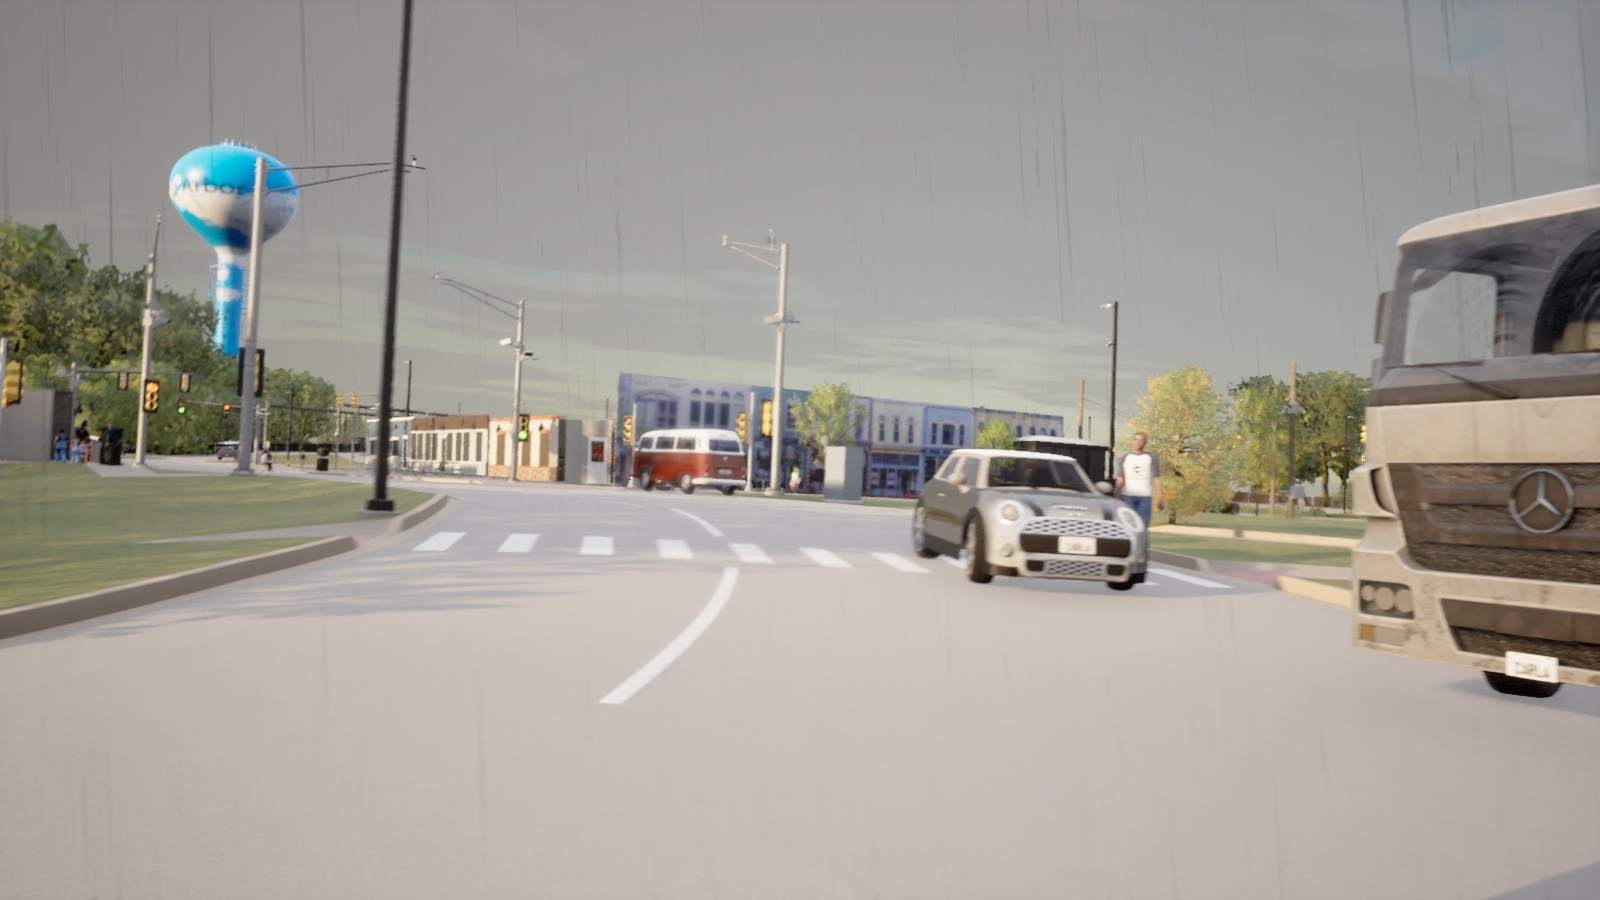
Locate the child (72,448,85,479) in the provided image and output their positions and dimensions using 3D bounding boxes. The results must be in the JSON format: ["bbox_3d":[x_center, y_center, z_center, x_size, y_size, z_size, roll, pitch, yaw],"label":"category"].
[{"bbox_3d":[-29.825,0.549,51.893,0.270,1.263,0.437,1,-2,-4],"label":"child"}]

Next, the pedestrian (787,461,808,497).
[{"bbox_3d":[-0.136,1.607,68.892,0.873,1.952,0.659,3,-3,-33],"label":"pedestrian"}]

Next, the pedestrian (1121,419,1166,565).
[{"bbox_3d":[4.454,0.543,16.259,0.354,1.836,0.706,0,-3,33],"label":"pedestrian"}]

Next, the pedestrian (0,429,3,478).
[{"bbox_3d":[-31.168,0.122,48.177,0.899,1.844,0.634,2,-3,-28],"label":"pedestrian"}]

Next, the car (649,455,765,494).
[{"bbox_3d":[-4.386,1.173,59.549,5.027,1.651,2.152,3,-3,-33],"label":"car"}]

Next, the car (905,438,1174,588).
[{"bbox_3d":[2.694,0.651,15.102,1.970,1.475,3.806,3,1,-8],"label":"car"}]

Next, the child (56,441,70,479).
[{"bbox_3d":[-24.536,0.327,41.806,0.270,1.263,0.437,3,-3,-42],"label":"child"}]

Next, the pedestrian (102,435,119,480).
[{"bbox_3d":[-28.923,0.321,52.692,0.402,1.842,0.726,3,-3,-44],"label":"pedestrian"}]

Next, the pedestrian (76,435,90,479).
[{"bbox_3d":[-31.412,0.320,55.036,0.402,1.930,0.666,2,-2,-25],"label":"pedestrian"}]

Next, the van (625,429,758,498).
[{"bbox_3d":[-3.510,0.424,39.807,2.069,2.038,4.480,3,-2,-37],"label":"van"}]

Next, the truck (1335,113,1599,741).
[{"bbox_3d":[7.865,-0.106,8.908,7.936,3.462,2.891,0,-1,-25],"label":"truck"}]
